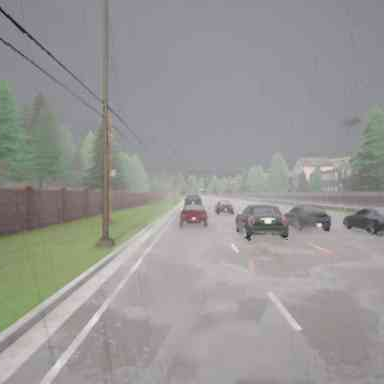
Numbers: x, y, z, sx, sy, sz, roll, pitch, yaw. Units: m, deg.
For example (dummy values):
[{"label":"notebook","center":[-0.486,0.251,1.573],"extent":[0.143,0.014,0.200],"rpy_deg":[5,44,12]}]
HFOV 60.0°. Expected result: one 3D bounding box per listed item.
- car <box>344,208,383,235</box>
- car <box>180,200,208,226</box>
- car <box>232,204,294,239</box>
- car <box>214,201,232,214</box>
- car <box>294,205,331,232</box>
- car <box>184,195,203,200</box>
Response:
[{"label":"car","center":[10.605,1.625,19.343],"extent":[1.812,1.442,4.674],"rpy_deg":[0,0,0]},{"label":"car","center":[0.123,1.603,24.287],"extent":[1.882,1.535,5.008],"rpy_deg":[0,0,0]},{"label":"car","center":[3.617,1.445,17.923],"extent":[2.097,1.767,4.553],"rpy_deg":[0,0,0]},{"label":"car","center":[3.623,1.721,37.905],"extent":[1.812,1.442,4.674],"rpy_deg":[0,0,0]},{"label":"car","center":[7.120,1.613,21.016],"extent":[1.837,1.490,4.892],"rpy_deg":[0,0,0]},{"label":"car","center":[0.139,1.436,41.528],"extent":[2.150,2.045,5.566],"rpy_deg":[0,0,0]}]
